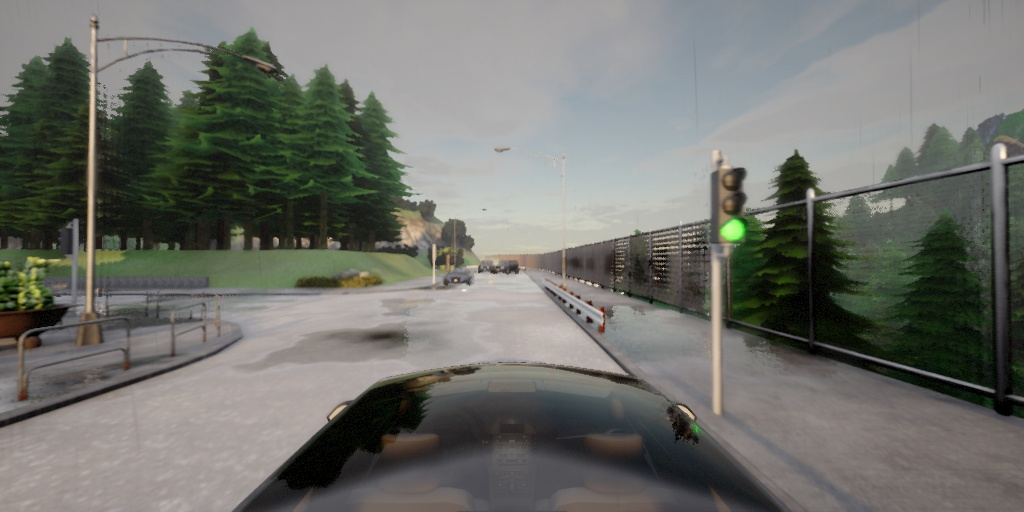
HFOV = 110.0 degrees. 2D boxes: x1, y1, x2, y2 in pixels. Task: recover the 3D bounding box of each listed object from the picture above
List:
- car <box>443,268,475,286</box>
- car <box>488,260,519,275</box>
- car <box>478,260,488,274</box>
[{"bbox_3d":[-4.151,1.646,28.664,1.994,1.385,4.181,0,-1,1],"label":"car"},{"bbox_3d":[-0.801,1.565,49.499,2.150,2.045,5.566,-1,-1,22],"label":"car"},{"bbox_3d":[-3.840,1.627,54.748,2.150,2.045,5.566,0,-1,2],"label":"car"}]
